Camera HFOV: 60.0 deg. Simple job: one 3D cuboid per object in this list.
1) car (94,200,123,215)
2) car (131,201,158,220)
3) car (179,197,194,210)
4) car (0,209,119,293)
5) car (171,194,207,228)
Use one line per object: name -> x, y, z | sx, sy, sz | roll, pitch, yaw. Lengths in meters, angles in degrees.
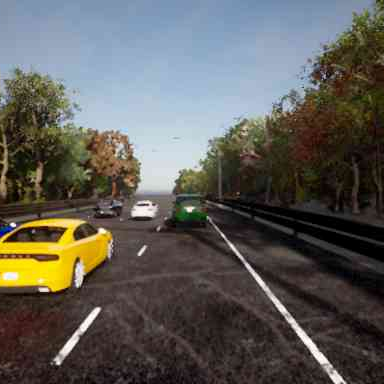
car -> -7.366, 1.442, 29.584 | 2.128, 1.511, 4.902 | 0, 0, -1
car -> -3.803, 1.471, 27.096 | 1.812, 1.442, 4.674 | 0, 0, -1
car -> -0.754, 1.449, 42.762 | 1.812, 1.442, 4.674 | 0, 0, -2
car -> -3.480, 1.454, 8.825 | 1.882, 1.535, 5.008 | 0, 0, -1
car -> -0.194, 1.165, 22.008 | 2.150, 2.045, 5.566 | 0, 0, -1
